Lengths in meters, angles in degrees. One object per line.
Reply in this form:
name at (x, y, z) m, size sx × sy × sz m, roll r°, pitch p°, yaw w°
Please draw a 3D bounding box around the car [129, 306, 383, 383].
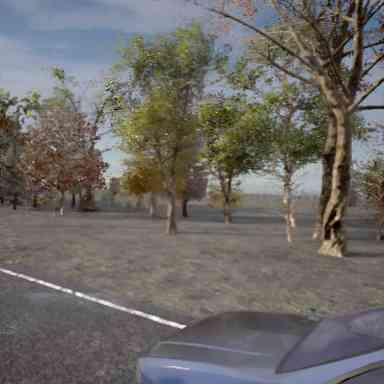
car at (2.001, 1.625, 2.293) m, size 5.357 × 1.411 × 2.033 m, roll 1°, pitch -1°, yaw 36°
